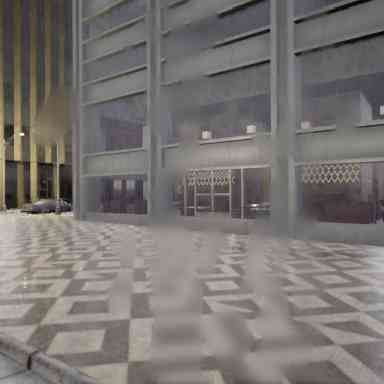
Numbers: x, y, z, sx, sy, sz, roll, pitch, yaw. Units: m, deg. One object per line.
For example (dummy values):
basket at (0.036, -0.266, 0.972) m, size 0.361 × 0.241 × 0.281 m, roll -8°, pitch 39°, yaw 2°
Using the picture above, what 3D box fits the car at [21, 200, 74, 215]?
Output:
car at (-13.154, 1.427, 31.431) m, size 2.033 × 1.411 × 5.357 m, roll -1°, pitch 0°, yaw 35°
